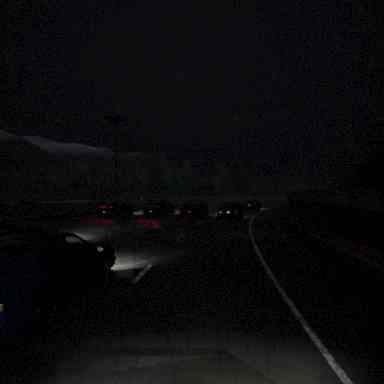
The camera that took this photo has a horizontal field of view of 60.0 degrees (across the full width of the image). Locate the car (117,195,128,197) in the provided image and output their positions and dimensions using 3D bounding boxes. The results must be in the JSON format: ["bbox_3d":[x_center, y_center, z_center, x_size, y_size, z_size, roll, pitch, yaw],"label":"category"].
[{"bbox_3d":[-14.977,1.425,70.215,1.837,1.490,4.892,0,0,25],"label":"car"}]

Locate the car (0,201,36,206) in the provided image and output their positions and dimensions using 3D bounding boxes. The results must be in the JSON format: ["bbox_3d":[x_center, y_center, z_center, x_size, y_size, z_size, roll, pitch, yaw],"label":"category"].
[{"bbox_3d":[-17.078,1.551,33.199,1.895,1.301,4.718,0,0,13],"label":"car"}]

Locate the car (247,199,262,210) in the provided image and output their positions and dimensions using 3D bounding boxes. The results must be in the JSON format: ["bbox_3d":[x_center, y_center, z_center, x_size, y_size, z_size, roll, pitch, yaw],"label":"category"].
[{"bbox_3d":[7.651,1.560,42.355,1.994,1.385,4.181,0,0,19],"label":"car"}]

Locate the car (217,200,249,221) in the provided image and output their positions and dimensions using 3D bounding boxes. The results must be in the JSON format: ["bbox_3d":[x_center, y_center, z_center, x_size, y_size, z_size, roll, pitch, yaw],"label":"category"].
[{"bbox_3d":[3.197,1.541,26.895,2.033,1.411,5.357,0,0,12],"label":"car"}]

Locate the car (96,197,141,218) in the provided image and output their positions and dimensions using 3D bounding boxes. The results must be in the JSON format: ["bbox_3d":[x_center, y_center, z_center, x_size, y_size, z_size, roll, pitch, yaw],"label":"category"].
[{"bbox_3d":[-6.802,1.464,30.065,2.128,1.511,4.902,0,0,13],"label":"car"}]

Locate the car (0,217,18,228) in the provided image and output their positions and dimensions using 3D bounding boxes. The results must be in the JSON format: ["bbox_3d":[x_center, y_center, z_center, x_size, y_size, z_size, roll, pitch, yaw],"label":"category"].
[{"bbox_3d":[-6.350,1.474,10.032,2.128,1.511,4.902,0,0,5],"label":"car"}]

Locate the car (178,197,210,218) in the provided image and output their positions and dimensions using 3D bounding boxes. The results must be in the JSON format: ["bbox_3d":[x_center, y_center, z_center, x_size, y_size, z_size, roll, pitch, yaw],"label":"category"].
[{"bbox_3d":[0.343,1.465,29.974,1.882,1.535,5.008,0,0,13],"label":"car"}]

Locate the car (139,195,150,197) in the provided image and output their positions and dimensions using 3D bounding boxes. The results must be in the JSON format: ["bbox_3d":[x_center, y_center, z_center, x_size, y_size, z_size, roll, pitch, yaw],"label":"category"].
[{"bbox_3d":[-10.276,1.346,71.797,1.837,1.490,4.892,0,0,27],"label":"car"}]

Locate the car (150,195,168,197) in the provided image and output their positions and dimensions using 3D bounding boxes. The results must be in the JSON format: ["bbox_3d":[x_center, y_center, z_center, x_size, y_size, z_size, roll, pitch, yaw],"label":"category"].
[{"bbox_3d":[-6.358,1.427,71.726,1.812,1.442,4.674,0,0,27],"label":"car"}]

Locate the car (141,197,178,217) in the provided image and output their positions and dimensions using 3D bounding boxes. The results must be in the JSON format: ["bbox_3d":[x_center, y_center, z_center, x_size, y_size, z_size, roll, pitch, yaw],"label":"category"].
[{"bbox_3d":[-2.985,1.471,31.069,2.128,1.511,4.902,0,0,13],"label":"car"}]

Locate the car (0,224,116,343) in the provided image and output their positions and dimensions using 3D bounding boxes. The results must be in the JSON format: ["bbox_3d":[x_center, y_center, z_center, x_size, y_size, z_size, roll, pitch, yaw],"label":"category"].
[{"bbox_3d":[-3.125,1.538,6.753,2.033,1.411,5.357,0,0,3],"label":"car"}]
